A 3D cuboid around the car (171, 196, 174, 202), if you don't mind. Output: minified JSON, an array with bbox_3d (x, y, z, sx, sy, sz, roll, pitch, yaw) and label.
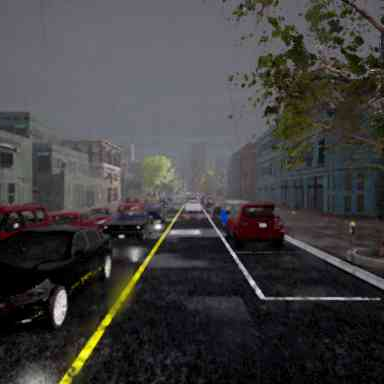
[{"bbox_3d":[-5.606,1.789,81.589,1.947,1.339,4.313,0,0,0],"label":"car"}]

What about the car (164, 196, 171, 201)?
[{"bbox_3d":[-5.624,1.744,64.957,1.947,1.339,4.313,0,0,0],"label":"car"}]

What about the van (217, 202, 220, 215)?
[{"bbox_3d":[2.708,1.400,20.597,1.690,1.788,3.998,-1,0,0],"label":"van"}]

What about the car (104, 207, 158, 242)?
[{"bbox_3d":[-3.080,1.647,16.826,1.895,1.301,4.718,0,0,0],"label":"car"}]

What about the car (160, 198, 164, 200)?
[{"bbox_3d":[-5.641,1.677,48.325,1.887,1.381,4.507,0,0,0],"label":"car"}]

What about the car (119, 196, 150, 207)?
[{"bbox_3d":[-5.662,1.402,31.694,2.192,1.841,5.009,0,0,0],"label":"car"}]

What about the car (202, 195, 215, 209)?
[{"bbox_3d":[2.738,1.576,48.317,1.967,1.590,4.097,0,0,0],"label":"car"}]

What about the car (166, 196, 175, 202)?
[{"bbox_3d":[-5.601,1.789,87.133,2.008,1.369,4.403,0,0,0],"label":"car"}]

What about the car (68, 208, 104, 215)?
[{"bbox_3d":[-5.677,1.585,15.061,1.887,1.381,4.507,0,0,0],"label":"car"}]

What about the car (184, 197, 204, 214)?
[{"bbox_3d":[0.137,1.630,37.244,1.812,1.442,4.674,0,0,0],"label":"car"}]

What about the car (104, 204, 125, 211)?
[{"bbox_3d":[-5.671,1.638,20.606,1.802,1.307,4.206,0,0,0],"label":"car"}]

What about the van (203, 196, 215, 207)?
[{"bbox_3d":[2.743,1.492,53.861,1.690,1.788,3.998,0,0,0],"label":"van"}]

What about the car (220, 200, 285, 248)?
[{"bbox_3d":[2.702,1.359,15.054,2.192,1.841,5.009,-1,0,0],"label":"car"}]

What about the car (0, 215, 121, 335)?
[{"bbox_3d":[-3.091,1.497,7.145,1.882,1.535,5.008,0,0,0],"label":"car"}]

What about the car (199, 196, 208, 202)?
[{"bbox_3d":[2.774,1.777,81.581,2.008,1.369,4.403,0,0,0],"label":"car"}]

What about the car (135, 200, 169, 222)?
[{"bbox_3d":[-3.052,1.638,26.727,1.994,1.385,4.181,0,0,0],"label":"car"}]

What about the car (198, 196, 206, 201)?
[{"bbox_3d":[2.785,1.801,92.669,1.887,1.381,4.507,0,0,0],"label":"car"}]

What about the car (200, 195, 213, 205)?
[{"bbox_3d":[2.755,1.496,64.949,2.192,1.841,5.009,0,0,0],"label":"car"}]

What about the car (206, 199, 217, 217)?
[{"bbox_3d":[2.722,1.641,31.685,2.008,1.369,4.403,-1,0,0],"label":"car"}]

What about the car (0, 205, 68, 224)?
[{"bbox_3d":[-5.684,1.340,9.518,2.192,1.841,5.009,0,0,0],"label":"car"}]
